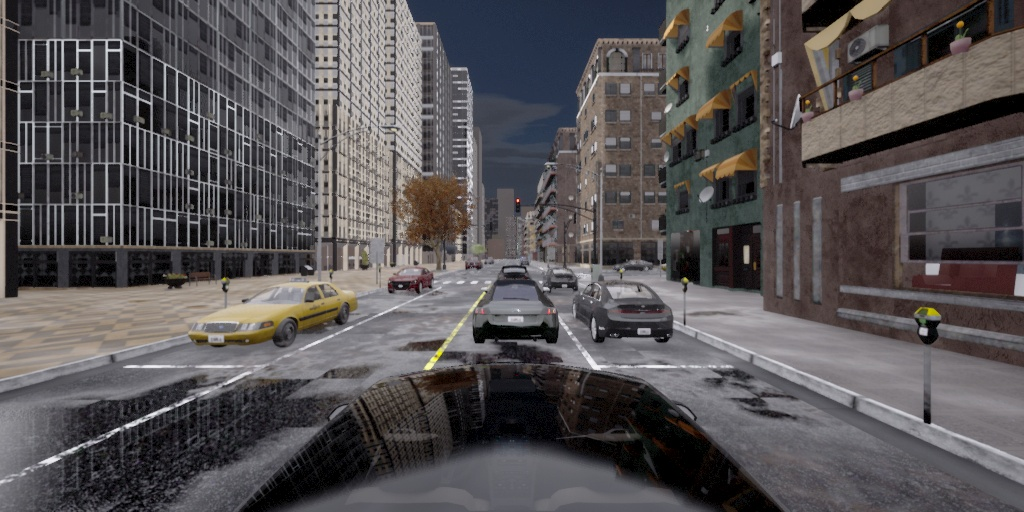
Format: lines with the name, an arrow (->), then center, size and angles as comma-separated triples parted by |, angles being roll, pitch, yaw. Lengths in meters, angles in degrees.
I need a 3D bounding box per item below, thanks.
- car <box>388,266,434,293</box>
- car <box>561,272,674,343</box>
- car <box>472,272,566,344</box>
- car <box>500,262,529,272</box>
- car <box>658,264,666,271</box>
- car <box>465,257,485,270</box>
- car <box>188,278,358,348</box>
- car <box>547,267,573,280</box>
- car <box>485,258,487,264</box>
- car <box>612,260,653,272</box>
car -> -5.689, 1.294, 20.540 | 1.888, 1.381, 4.507 | 0, 0, 0
car -> 2.690, 1.299, 9.473 | 2.007, 1.370, 4.403 | 0, 0, 0
car -> 0.088, 1.312, 9.621 | 1.994, 1.385, 4.181 | 0, 0, 0
car -> 0.107, 1.253, 19.670 | 1.837, 1.490, 4.892 | 0, 0, -1
car -> 18.837, 0.994, 40.008 | 4.829, 1.417, 1.751 | 0, 0, -1
car -> -5.685, 1.083, 52.928 | 2.192, 1.841, 5.009 | 0, 0, 0
car -> -5.690, 1.274, 9.305 | 1.751, 1.417, 4.829 | 0, 0, 0
car -> 2.691, 1.299, 20.539 | 2.007, 1.370, 4.403 | 0, 0, 0
car -> -5.684, 1.339, 58.451 | 1.948, 1.339, 4.313 | 0, 0, 0
car -> 13.440, 1.097, 39.954 | 4.403, 1.370, 2.007 | 0, 0, -1
